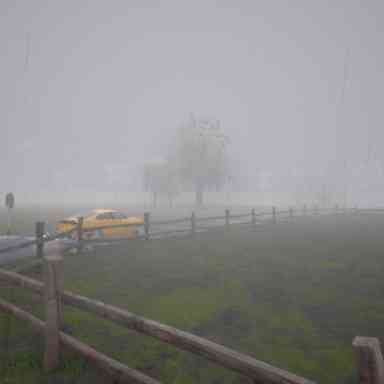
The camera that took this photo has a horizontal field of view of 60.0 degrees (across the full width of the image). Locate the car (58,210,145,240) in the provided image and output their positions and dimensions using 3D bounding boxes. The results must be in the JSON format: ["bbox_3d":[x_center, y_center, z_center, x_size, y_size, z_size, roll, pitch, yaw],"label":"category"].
[{"bbox_3d":[-4.519,1.677,17.592,1.882,1.535,5.008,0,-1,36],"label":"car"}]
